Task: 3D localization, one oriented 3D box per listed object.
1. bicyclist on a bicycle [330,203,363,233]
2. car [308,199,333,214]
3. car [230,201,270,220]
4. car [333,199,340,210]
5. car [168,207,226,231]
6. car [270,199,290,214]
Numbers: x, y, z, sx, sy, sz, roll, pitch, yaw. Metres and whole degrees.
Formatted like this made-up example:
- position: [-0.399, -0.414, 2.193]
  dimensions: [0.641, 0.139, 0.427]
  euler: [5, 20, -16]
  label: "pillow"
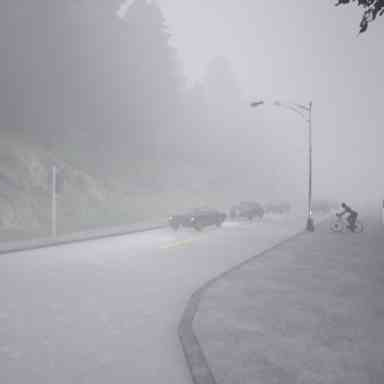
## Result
- position: [8.431, 1.420, 18.134]
  dimensions: [1.656, 1.620, 0.582]
  euler: [1, -1, 29]
  label: "bicyclist on a bicycle"
- position: [14.618, 1.641, 38.087]
  dimensions: [1.837, 1.490, 4.892]
  euler: [0, 0, 29]
  label: "car"
- position: [4.876, 1.555, 29.095]
  dimensions: [2.128, 1.511, 4.902]
  euler: [0, 0, 29]
  label: "car"
- position: [19.486, 1.702, 46.972]
  dimensions: [1.812, 1.442, 4.674]
  euler: [0, 0, 30]
  label: "car"
- position: [0.420, 1.627, 21.007]
  dimensions: [1.895, 1.301, 4.718]
  euler: [0, 0, 29]
  label: "car"
- position: [9.812, 1.582, 38.026]
  dimensions: [1.882, 1.535, 5.008]
  euler: [0, 0, 29]
  label: "car"
